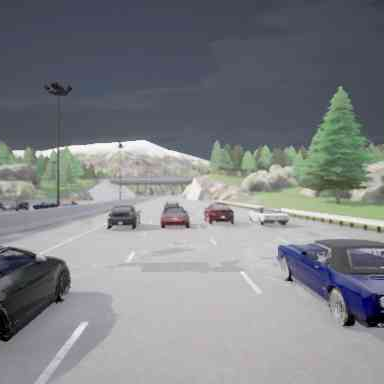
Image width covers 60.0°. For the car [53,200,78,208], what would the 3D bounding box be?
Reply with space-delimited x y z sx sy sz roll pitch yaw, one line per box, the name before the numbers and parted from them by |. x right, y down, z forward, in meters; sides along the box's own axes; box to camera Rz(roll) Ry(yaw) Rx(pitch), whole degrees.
car | -16.970 1.896 45.464 1.812 1.442 4.674 0 -1 -4

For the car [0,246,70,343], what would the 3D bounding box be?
car | -3.627 1.612 5.707 1.994 1.385 4.181 0 0 -2

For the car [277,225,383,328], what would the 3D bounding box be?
car | 3.340 1.657 7.108 1.895 1.301 4.718 0 0 -2

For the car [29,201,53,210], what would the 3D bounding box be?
car | -20.544 1.981 46.555 1.895 1.301 4.718 0 0 -4

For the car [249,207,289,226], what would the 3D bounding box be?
car | 5.691 1.802 25.340 1.895 1.301 4.718 0 0 -4

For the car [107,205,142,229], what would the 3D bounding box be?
car | -4.696 1.696 23.331 1.837 1.490 4.892 0 0 -4

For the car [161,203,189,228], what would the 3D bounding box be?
car | -1.247 1.759 24.146 1.994 1.385 4.181 0 0 -4

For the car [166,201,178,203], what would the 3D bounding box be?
car | -2.347 1.809 39.439 2.128 1.511 4.902 0 0 -4

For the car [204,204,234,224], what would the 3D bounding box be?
car | 2.082 1.691 26.695 1.882 1.535 5.008 0 0 -4

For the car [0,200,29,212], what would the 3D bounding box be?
car | -23.986 1.865 45.504 2.128 1.511 4.902 0 -1 -4
